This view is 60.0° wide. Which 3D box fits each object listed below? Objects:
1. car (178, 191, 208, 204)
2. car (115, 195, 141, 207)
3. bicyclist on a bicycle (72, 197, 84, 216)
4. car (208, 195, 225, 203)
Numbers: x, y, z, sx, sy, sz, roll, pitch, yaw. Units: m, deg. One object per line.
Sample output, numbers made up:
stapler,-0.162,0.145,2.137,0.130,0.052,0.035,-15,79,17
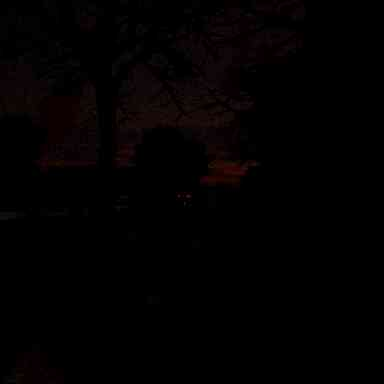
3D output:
car,-0.090,0.823,51.894,2.150,2.045,5.566,1,0,28
car,-8.548,1.095,43.503,1.812,1.442,4.674,1,1,31
bicyclist on a bicycle,-10.148,1.283,29.550,1.656,1.620,0.582,0,0,36
car,4.505,1.225,61.258,2.033,1.411,5.357,1,0,23
